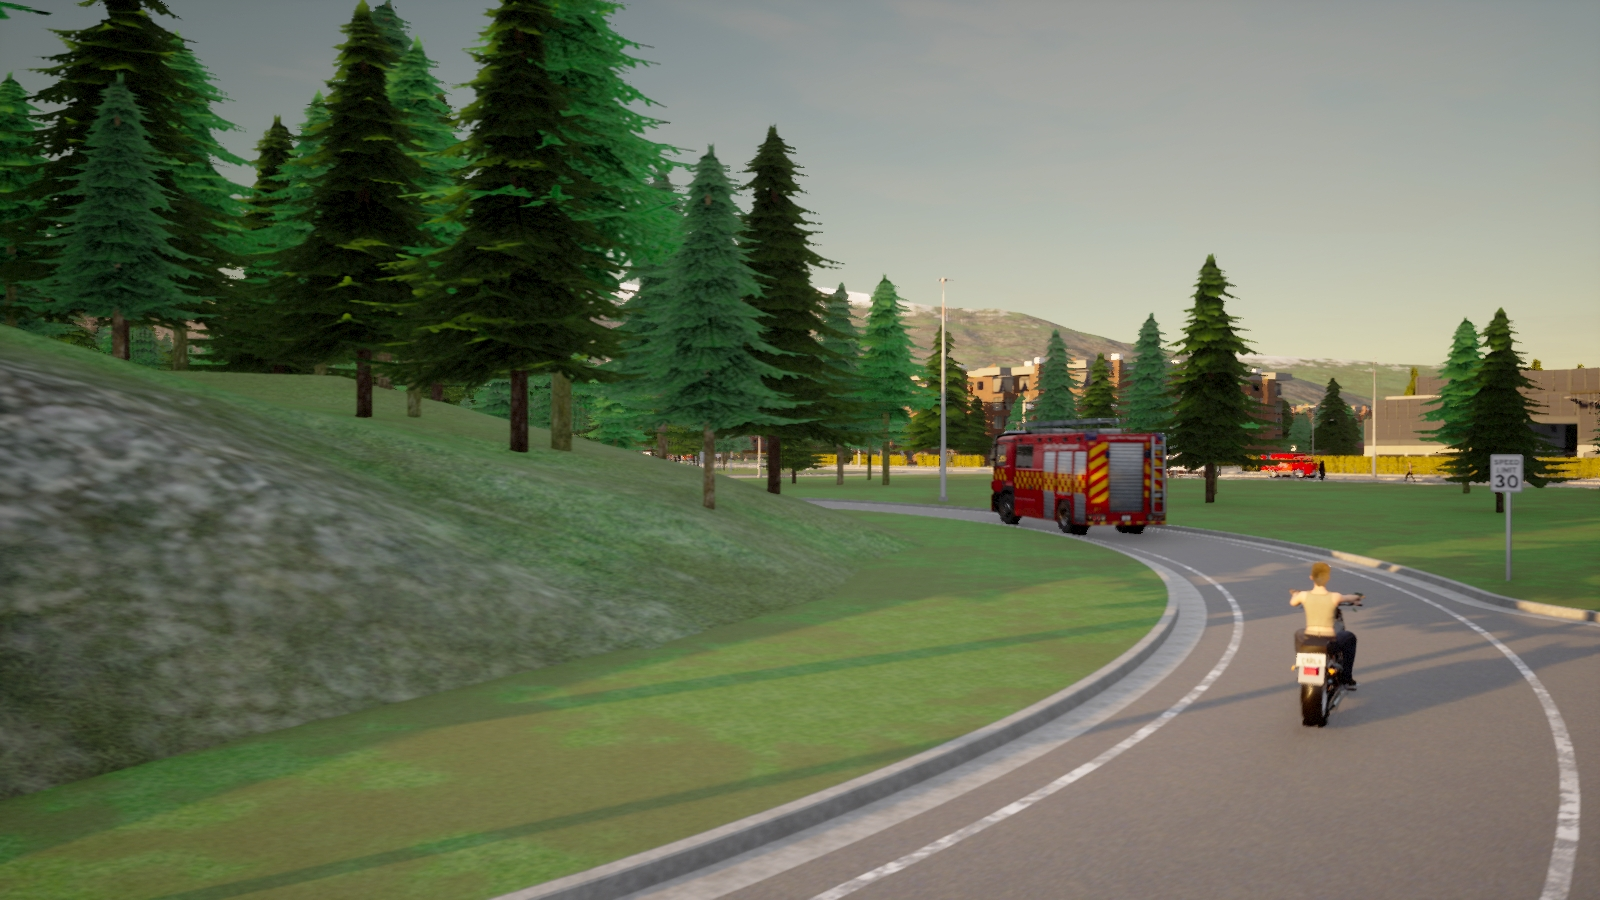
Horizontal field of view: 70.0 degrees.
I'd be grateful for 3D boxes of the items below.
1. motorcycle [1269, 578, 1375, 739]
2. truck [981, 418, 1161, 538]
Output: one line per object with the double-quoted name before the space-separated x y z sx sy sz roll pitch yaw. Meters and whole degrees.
"motorcycle" 5.648 2.156 12.280 0.764 1.307 2.356 -1 -1 31
"truck" 9.384 0.893 40.826 2.891 3.827 8.468 0 0 -12
